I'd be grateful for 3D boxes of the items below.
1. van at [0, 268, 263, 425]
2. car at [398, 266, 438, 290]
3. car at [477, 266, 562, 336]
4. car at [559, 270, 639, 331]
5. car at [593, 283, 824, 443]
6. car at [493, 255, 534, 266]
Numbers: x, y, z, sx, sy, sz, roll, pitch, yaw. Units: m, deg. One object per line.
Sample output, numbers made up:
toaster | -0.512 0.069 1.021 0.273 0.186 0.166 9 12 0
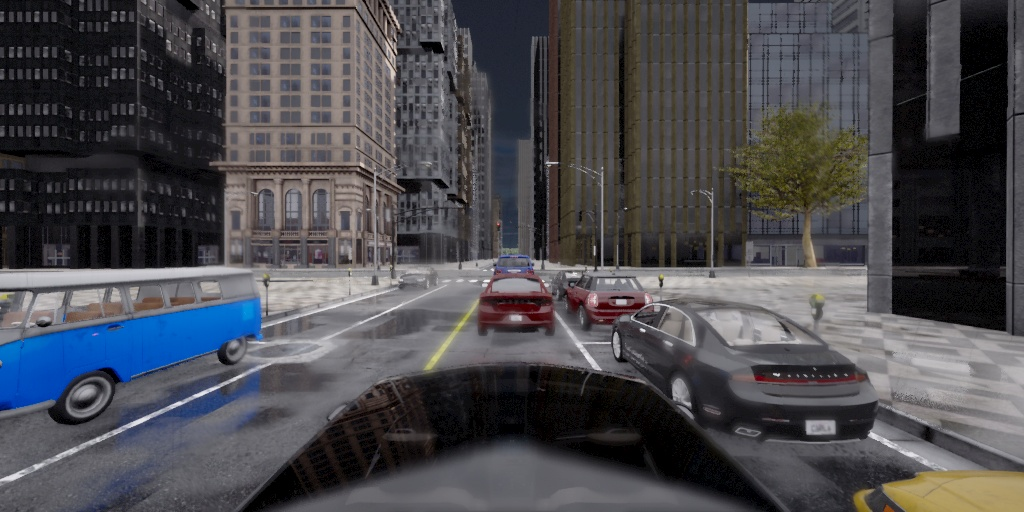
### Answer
van | -5.756 1.091 5.402 1.690 1.789 3.998 0 0 0
car | -5.730 1.296 22.325 2.007 1.370 4.403 0 0 0
car | 0.107 1.226 10.417 1.882 1.535 5.008 0 0 0
car | 2.778 1.188 11.031 1.967 1.591 4.097 0 0 0
car | 2.769 1.300 5.390 2.007 1.370 4.403 0 0 0
car | 0.105 0.967 20.301 2.150 2.045 5.566 0 0 0
